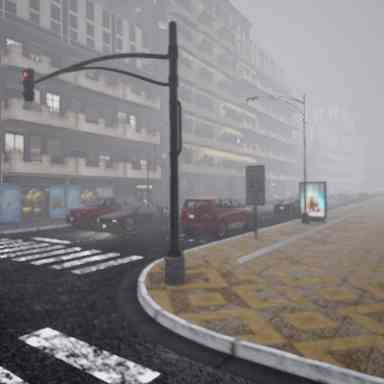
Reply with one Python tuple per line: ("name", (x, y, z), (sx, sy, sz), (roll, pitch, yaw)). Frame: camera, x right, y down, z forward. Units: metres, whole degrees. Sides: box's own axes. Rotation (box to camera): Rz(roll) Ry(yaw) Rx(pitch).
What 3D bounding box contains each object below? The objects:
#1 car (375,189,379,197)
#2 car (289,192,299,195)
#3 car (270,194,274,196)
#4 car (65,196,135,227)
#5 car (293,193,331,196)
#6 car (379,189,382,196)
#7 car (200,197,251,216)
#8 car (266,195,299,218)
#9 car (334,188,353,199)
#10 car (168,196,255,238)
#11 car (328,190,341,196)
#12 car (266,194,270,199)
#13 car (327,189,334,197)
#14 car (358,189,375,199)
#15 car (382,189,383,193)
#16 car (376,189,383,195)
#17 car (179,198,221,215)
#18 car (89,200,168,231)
("car", (33.125, 0.198, 62.123), (1.967, 1.590, 4.097), (1, 1, 35))
("car", (16.684, 0.709, 53.231), (1.887, 1.381, 4.507), (1, 1, 35))
("car", (10.329, 0.959, 44.140), (1.802, 1.307, 4.206), (1, 1, 35))
("car", (-5.559, 1.215, 21.408), (2.192, 1.841, 5.009), (1, 1, 35))
("car", (10.878, 1.066, 30.301), (1.947, 1.339, 4.313), (1, 1, 35))
("car", (36.304, 0.196, 66.671), (1.887, 1.381, 4.507), (1, 1, 35))
("car", (3.091, 1.207, 29.292), (2.033, 1.411, 5.357), (-1, 1, 36))
("car", (7.700, 1.171, 25.754), (1.947, 1.339, 4.313), (1, 1, 35))
("car", (26.097, 0.512, 56.619), (1.994, 1.385, 4.181), (-1, 1, 35))
("car", (1.342, 1.128, 16.657), (2.192, 1.841, 5.009), (1, 1, 35))
("car", (32.571, 0.176, 75.958), (1.887, 1.381, 4.507), (1, 1, 35))
("car", (7.152, 1.033, 39.595), (2.008, 1.369, 4.403), (1, 1, 35))
("car", (29.393, 0.179, 71.410), (1.967, 1.590, 4.097), (1, 1, 35))
("car", (29.947, 0.409, 57.579), (1.887, 1.381, 4.507), (1, 1, 35))
("car", (39.482, 0.088, 71.218), (1.887, 1.381, 4.507), (1, 1, 35))
("car", (45.837, -0.121, 80.310), (2.008, 1.369, 4.403), (1, 1, 35))
("car", (0.797, 1.274, 30.505), (1.802, 1.307, 4.206), (1, 1, 35))
("car", (-3.219, 1.414, 20.239), (2.033, 1.411, 5.357), (-1, 1, 36))
